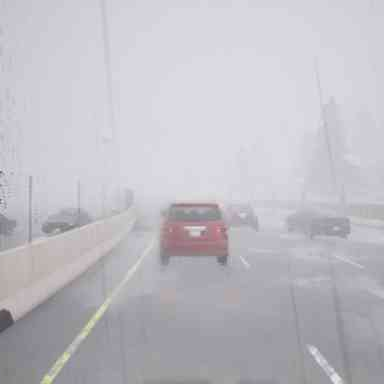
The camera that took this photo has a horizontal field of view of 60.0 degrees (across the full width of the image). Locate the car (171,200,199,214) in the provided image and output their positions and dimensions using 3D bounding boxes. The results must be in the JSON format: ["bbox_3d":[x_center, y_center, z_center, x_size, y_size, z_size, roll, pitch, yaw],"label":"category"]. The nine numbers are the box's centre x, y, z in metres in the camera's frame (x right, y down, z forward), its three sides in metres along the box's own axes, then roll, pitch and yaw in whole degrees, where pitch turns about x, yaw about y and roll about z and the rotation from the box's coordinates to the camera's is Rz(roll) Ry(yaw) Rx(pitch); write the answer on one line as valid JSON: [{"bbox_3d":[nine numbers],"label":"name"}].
[{"bbox_3d":[-0.927,1.768,40.794,2.128,1.511,4.902,0,-1,-17],"label":"car"}]

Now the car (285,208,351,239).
[{"bbox_3d":[6.704,1.603,18.274,1.882,1.535,5.008,0,0,-4],"label":"car"}]

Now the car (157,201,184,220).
[{"bbox_3d":[-2.107,1.690,31.122,1.882,1.535,5.008,0,0,-11],"label":"car"}]

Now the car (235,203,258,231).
[{"bbox_3d":[2.818,1.503,22.047,2.097,1.767,4.553,0,0,-6],"label":"car"}]

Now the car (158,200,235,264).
[{"bbox_3d":[0.023,1.306,12.250,2.150,2.045,5.566,0,0,-1],"label":"car"}]
